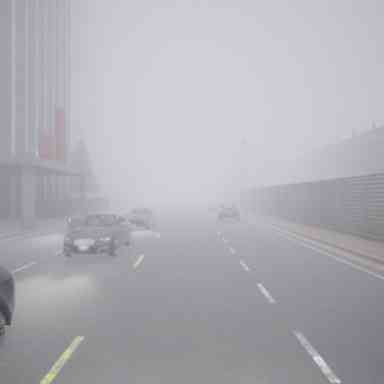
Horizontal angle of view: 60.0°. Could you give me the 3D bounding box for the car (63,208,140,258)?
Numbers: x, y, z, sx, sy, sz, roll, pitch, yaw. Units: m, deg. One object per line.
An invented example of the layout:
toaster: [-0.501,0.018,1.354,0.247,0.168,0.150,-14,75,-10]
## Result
car: [-3.705,1.658,13.753,2.128,1.511,4.902,0,-1,-1]

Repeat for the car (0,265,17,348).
car: [-3.613,1.542,3.174,2.128,1.511,4.902,0,-1,-1]

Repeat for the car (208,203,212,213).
car: [3.168,2.091,45.016,1.895,1.301,4.718,0,-1,0]

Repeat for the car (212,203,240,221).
car: [3.297,1.827,31.166,2.128,1.511,4.902,0,-1,0]

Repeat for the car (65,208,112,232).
car: [-7.192,1.901,23.586,1.895,1.301,4.718,0,-1,-1]

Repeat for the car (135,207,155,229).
car: [-3.781,1.832,24.342,2.033,1.411,5.357,0,-1,0]
